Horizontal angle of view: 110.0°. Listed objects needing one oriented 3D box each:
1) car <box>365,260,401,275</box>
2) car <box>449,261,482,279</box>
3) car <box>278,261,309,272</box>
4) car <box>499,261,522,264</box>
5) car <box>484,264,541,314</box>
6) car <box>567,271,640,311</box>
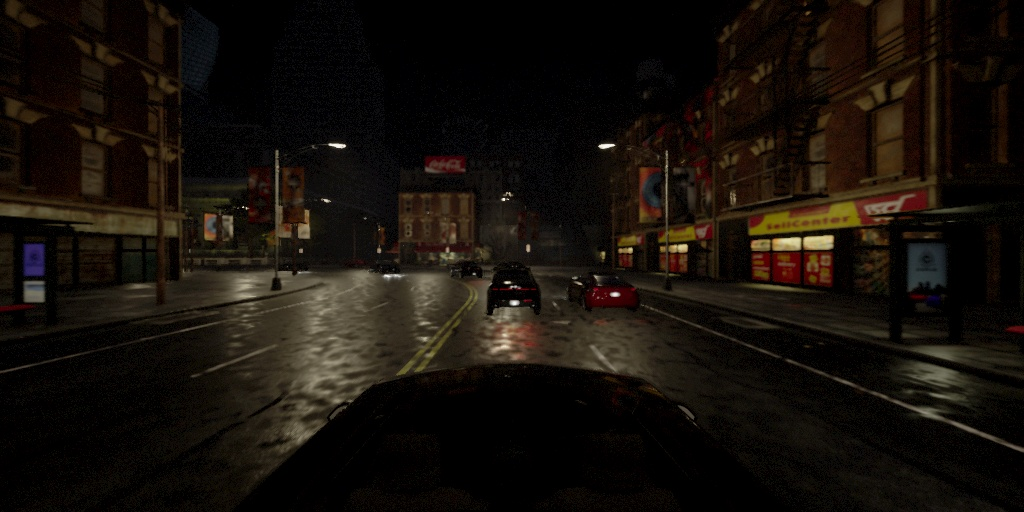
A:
[{"bbox_3d":[-13.784,1.251,38.825,4.181,1.385,1.994,0,0,45],"label":"car"},{"bbox_3d":[-4.125,1.204,31.528,1.837,1.490,4.892,1,0,-25],"label":"car"},{"bbox_3d":[-26.899,1.244,43.937,4.181,1.385,1.994,0,0,26],"label":"car"},{"bbox_3d":[-0.311,1.203,31.576,1.837,1.490,4.892,1,0,-23],"label":"car"},{"bbox_3d":[0.006,1.234,13.749,1.837,1.490,4.892,0,0,-2],"label":"car"},{"bbox_3d":[3.471,1.292,14.330,1.994,1.385,4.181,0,0,-2],"label":"car"}]
